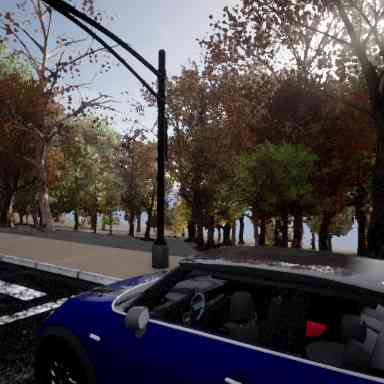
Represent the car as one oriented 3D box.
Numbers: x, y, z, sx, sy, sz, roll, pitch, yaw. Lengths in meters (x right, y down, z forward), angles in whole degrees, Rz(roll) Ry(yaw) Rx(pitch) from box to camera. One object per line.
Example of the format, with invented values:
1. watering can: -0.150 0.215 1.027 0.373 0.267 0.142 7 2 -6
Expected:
1. car: 0.452 1.352 3.337 4.553 1.767 2.097 0 0 34
